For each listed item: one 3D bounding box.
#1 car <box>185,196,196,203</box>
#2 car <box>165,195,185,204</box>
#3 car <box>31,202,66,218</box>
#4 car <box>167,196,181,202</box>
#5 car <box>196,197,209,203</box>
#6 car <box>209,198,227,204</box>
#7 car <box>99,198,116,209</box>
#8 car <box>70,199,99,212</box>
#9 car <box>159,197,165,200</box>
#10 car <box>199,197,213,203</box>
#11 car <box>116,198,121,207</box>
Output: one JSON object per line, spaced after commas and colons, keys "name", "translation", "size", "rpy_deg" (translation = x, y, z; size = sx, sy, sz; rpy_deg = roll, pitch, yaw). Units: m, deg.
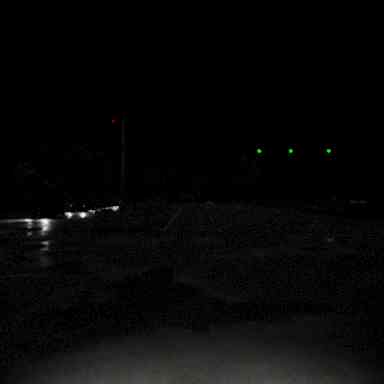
{"name": "car", "translation": [-1.336, 2.138, 85.603], "size": [1.812, 1.442, 4.674], "rpy_deg": [0, 0, -22]}
{"name": "car", "translation": [-4.278, 1.824, 83.469], "size": [2.150, 2.045, 5.566], "rpy_deg": [0, 0, -22]}
{"name": "car", "translation": [-14.099, 1.746, 32.884], "size": [1.837, 1.490, 4.892], "rpy_deg": [0, 0, 0]}
{"name": "car", "translation": [-5.219, 1.996, 94.842], "size": [1.882, 1.535, 5.008], "rpy_deg": [0, 0, -30]}
{"name": "car", "translation": [1.978, 2.163, 86.729], "size": [2.033, 1.411, 5.357], "rpy_deg": [0, 0, -22]}
{"name": "car", "translation": [6.892, 2.140, 82.912], "size": [2.033, 1.411, 5.357], "rpy_deg": [0, 0, -18]}
{"name": "car", "translation": [-14.040, 1.873, 52.304], "size": [2.128, 1.511, 4.902], "rpy_deg": [0, 0, 1]}
{"name": "car", "translation": [-14.086, 1.666, 42.916], "size": [2.097, 1.767, 4.553], "rpy_deg": [0, 0, 0]}
{"name": "car", "translation": [-8.382, 2.104, 93.338], "size": [1.895, 1.301, 4.718], "rpy_deg": [0, 0, -30]}
{"name": "car", "translation": [3.770, 2.190, 91.924], "size": [1.812, 1.442, 4.674], "rpy_deg": [0, 0, -26]}
{"name": "car", "translation": [-14.216, 1.948, 62.613], "size": [2.128, 1.511, 4.902], "rpy_deg": [0, 0, -3]}
